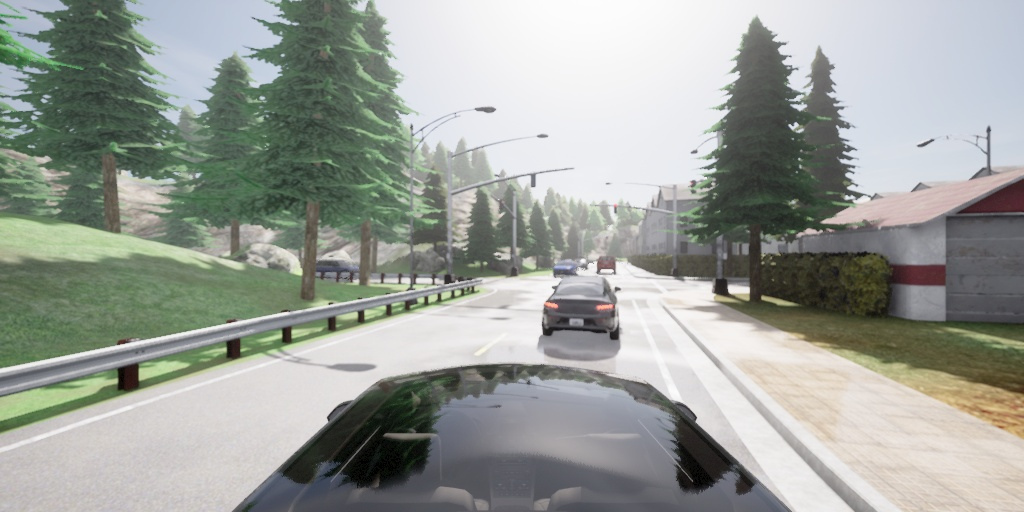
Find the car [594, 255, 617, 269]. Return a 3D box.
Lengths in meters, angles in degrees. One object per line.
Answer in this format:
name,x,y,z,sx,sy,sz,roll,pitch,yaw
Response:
car,11.296,0.949,42.749,2.150,2.045,5.566,0,0,16

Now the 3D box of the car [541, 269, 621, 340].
car,2.011,1.271,9.991,1.812,1.442,4.674,0,0,16

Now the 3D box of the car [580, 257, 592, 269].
car,9.854,1.215,51.168,2.128,1.511,4.902,0,0,16

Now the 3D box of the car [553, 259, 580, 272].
car,5.180,1.210,34.757,1.882,1.535,5.008,0,0,16

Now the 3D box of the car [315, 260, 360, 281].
car,-14.385,1.102,30.015,4.553,1.767,2.097,0,0,15
